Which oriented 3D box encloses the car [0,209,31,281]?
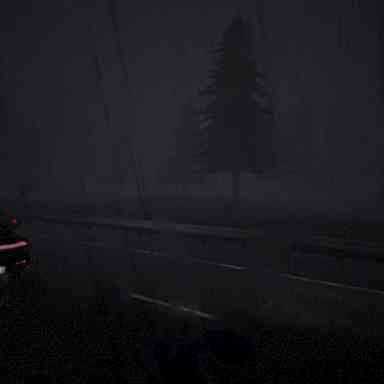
[{"bbox_3d":[-5.785,1.250,7.770,4.902,1.511,2.128,2,1,33],"label":"car"}]
